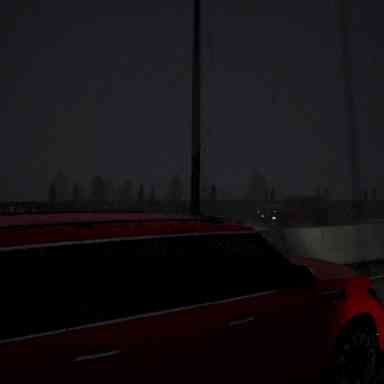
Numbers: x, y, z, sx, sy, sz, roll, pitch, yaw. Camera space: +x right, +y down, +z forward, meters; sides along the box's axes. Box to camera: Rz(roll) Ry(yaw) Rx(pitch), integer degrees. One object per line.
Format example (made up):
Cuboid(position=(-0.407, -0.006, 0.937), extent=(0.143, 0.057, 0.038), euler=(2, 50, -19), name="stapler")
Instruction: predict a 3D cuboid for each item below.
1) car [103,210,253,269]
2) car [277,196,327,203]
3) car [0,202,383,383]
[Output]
Cuboid(position=(-0.382, 1.487, 11.807), extent=(5.008, 1.535, 1.882), euler=(0, 0, -31), name="car")
Cuboid(position=(7.337, 1.302, 23.819), extent=(5.566, 2.045, 2.150), euler=(0, 0, -24), name="car")
Cuboid(position=(-0.284, 1.222, 3.407), extent=(5.566, 2.045, 2.150), euler=(0, 0, -34), name="car")
